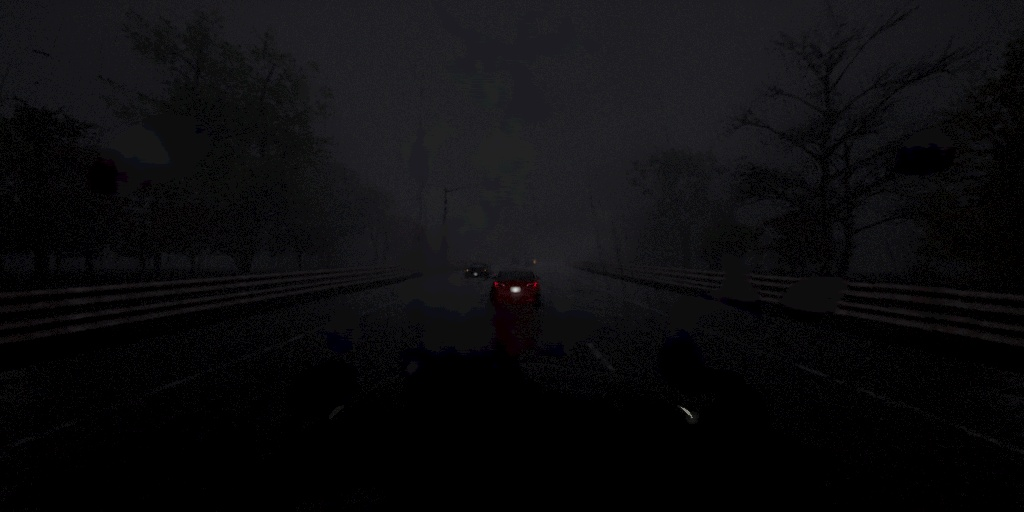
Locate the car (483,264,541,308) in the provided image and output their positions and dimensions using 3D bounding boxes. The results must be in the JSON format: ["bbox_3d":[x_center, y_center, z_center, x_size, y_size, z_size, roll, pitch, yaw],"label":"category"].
[{"bbox_3d":[0.178,1.266,15.455,2.163,1.488,4.792,0,0,1],"label":"car"}]

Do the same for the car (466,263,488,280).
[{"bbox_3d":[-2.871,1.307,31.584,1.812,1.442,4.674,0,0,2],"label":"car"}]
